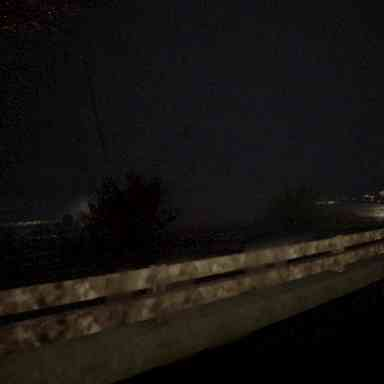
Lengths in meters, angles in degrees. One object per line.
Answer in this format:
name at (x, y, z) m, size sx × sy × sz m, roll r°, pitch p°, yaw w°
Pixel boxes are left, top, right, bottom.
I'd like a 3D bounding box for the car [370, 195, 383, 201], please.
car at (44.251, 1.384, 78.971) m, size 2.097 × 1.767 × 4.553 m, roll 0°, pitch 0°, yaw 1°
